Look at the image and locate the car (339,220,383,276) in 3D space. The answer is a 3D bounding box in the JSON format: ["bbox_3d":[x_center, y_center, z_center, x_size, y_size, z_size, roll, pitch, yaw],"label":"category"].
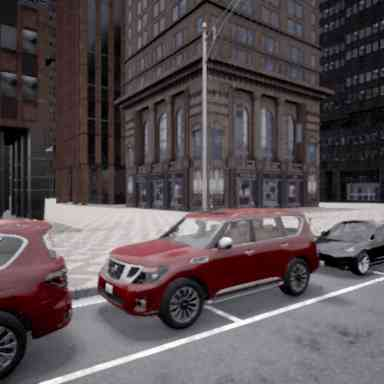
[{"bbox_3d":[5.268,1.565,10.405,4.313,1.339,1.947,0,0,-35],"label":"car"}]

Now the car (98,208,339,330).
[{"bbox_3d":[0.645,1.315,7.109,5.009,1.841,2.192,0,0,-35],"label":"car"}]

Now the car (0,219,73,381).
[{"bbox_3d":[-3.977,1.315,3.813,5.009,1.841,2.192,0,0,-35],"label":"car"}]
